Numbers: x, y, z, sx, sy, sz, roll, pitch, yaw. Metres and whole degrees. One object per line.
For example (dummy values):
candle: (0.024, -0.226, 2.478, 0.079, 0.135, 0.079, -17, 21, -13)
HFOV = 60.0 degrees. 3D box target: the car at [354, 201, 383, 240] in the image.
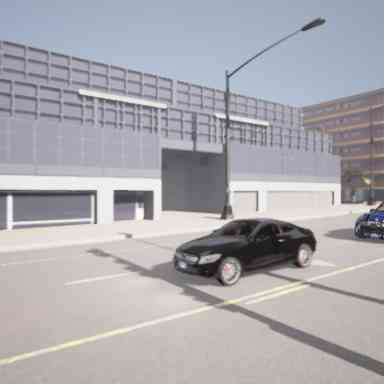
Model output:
car: (9.236, 1.127, 14.789, 4.553, 1.767, 2.097, -2, 1, -35)

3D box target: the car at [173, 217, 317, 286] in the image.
car: (1.670, 1.480, 9.459, 4.674, 1.442, 1.812, -1, 1, -35)
